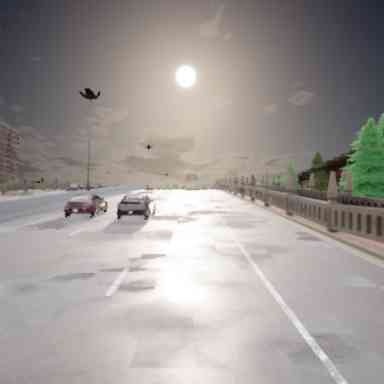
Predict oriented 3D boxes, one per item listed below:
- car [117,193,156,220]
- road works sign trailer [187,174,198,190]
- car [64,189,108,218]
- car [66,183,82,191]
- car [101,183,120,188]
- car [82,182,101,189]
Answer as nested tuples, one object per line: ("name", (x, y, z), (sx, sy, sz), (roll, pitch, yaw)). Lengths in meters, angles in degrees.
("car", (-3.402, 0.826, 20.826), (2.128, 1.511, 4.902), (0, 3, 0))
("road works sign trailer", (0.015, -2.108, 71.994), (2.380, 3.560, 2.880), (0, 0, 2))
("car", (-6.901, 0.811, 21.957), (1.812, 1.442, 4.674), (0, 3, 0))
("car", (-21.010, -0.822, 59.931), (1.812, 1.442, 4.674), (0, 3, 0))
("car", (-14.028, -0.819, 58.730), (1.882, 1.535, 5.008), (0, 3, 1))
("car", (-17.515, -1.000, 60.058), (2.097, 1.767, 4.553), (0, 2, 1))
